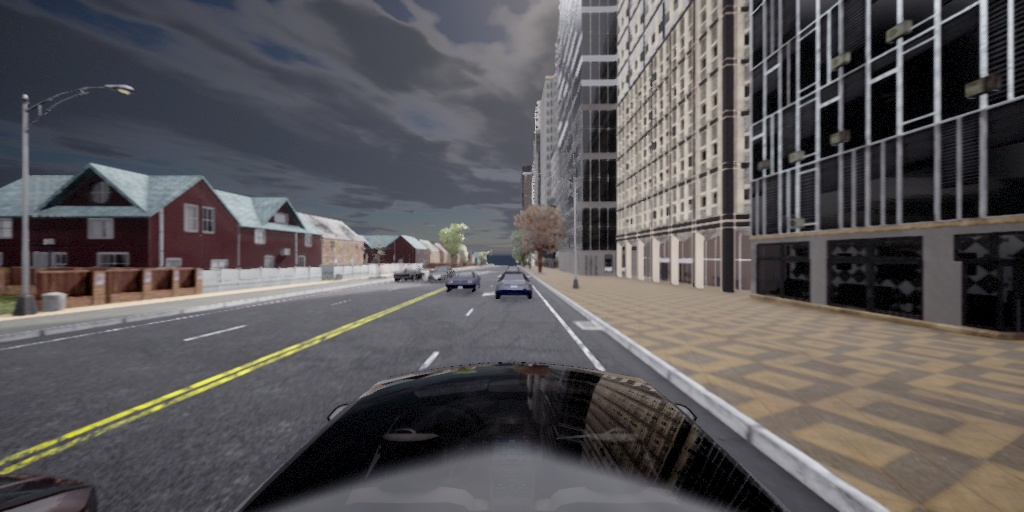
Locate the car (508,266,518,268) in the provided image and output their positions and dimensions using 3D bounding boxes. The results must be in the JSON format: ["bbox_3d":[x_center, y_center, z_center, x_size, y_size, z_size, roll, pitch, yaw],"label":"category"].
[{"bbox_3d":[0.104,1.959,45.674,1.994,1.385,4.181,0,-1,0],"label":"car"}]

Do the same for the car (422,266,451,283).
[{"bbox_3d":[-6.567,1.702,33.635,2.128,1.511,4.902,0,-1,0],"label":"car"}]

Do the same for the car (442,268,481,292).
[{"bbox_3d":[-3.148,1.667,24.092,1.895,1.301,4.718,0,-1,0],"label":"car"}]

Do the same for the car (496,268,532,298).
[{"bbox_3d":[0.102,1.577,20.468,1.994,1.385,4.181,0,-1,0],"label":"car"}]

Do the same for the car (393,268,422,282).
[{"bbox_3d":[-9.814,1.824,34.477,1.895,1.301,4.718,0,-1,0],"label":"car"}]
